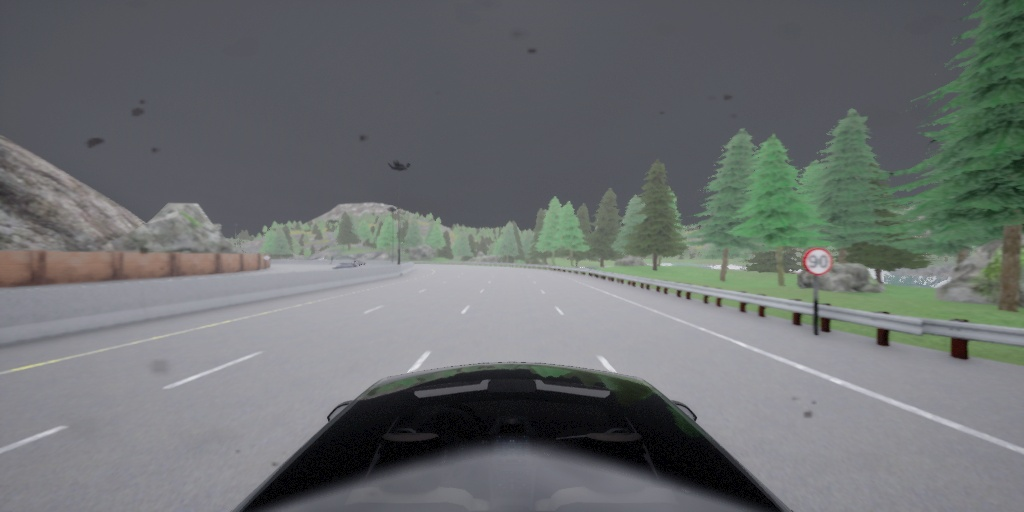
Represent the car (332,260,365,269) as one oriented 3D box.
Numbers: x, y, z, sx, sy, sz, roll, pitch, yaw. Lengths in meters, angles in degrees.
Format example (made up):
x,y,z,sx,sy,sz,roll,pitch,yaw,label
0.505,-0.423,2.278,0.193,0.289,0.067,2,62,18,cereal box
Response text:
x,y,z,sx,sy,sz,roll,pitch,yaw,label
-16.171,1.405,35.016,2.033,1.411,5.357,0,0,-13,car
